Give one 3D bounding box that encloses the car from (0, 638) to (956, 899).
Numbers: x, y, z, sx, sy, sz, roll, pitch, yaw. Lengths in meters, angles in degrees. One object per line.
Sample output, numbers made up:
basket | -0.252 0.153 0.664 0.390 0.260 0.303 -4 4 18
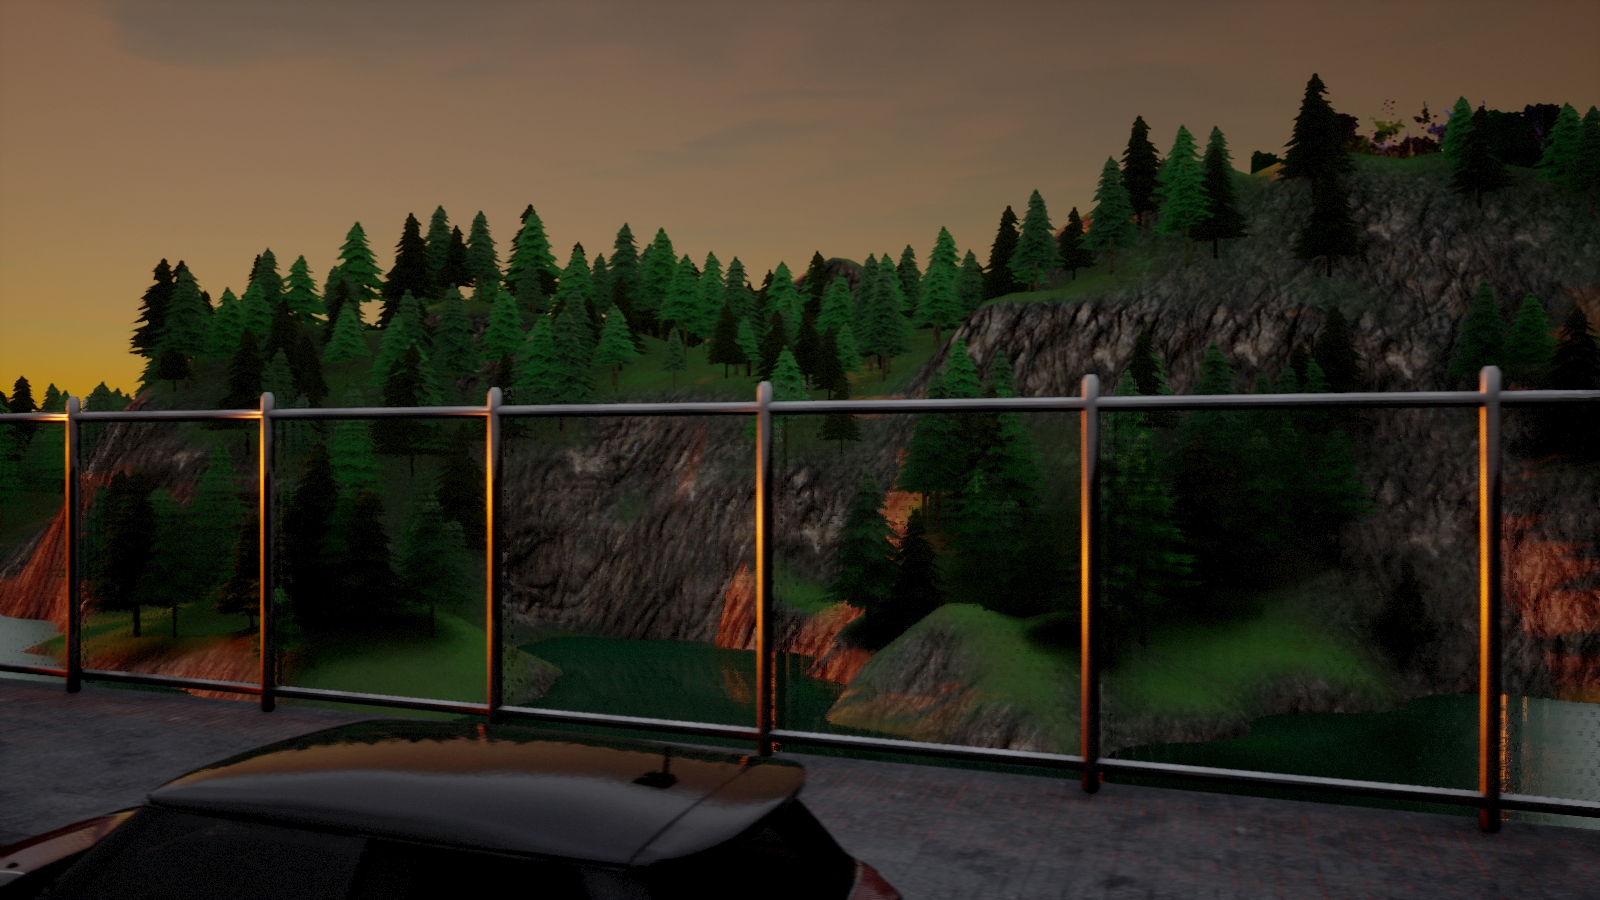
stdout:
car | -1.859 1.906 4.451 4.553 1.767 2.097 0 0 19
